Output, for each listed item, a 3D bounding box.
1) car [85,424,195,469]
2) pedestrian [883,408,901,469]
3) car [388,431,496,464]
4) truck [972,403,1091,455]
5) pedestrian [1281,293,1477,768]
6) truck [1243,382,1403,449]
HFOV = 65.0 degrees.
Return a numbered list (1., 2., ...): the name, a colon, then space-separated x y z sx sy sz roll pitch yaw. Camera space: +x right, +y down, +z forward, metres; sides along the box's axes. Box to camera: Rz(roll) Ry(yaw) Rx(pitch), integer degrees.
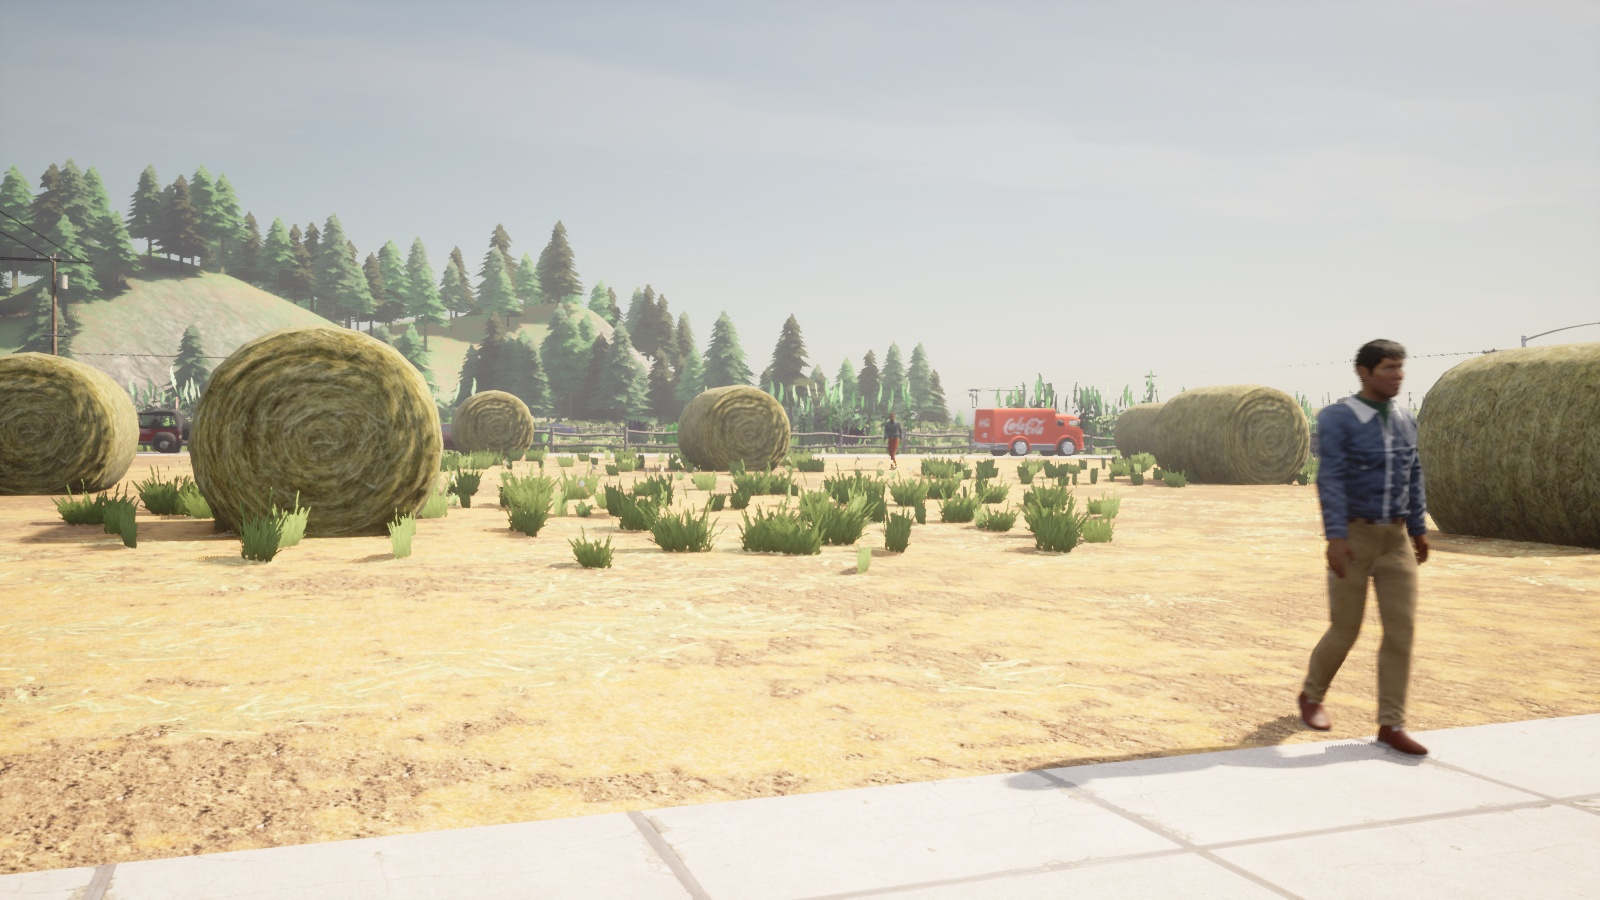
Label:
1. car: -28.364 -0.176 54.067 3.866 1.878 1.905 -1 1 -17
2. pedestrian: 2.831 -0.353 38.737 0.353 1.847 0.614 0 1 24
3. car: -16.446 -0.152 57.708 4.674 1.442 1.812 -1 1 -17
4. truck: 11.524 -1.074 62.580 5.204 2.467 2.627 -1 1 -17
5. pedestrian: 2.540 0.322 5.570 0.423 1.949 0.788 -1 1 -9
6. truck: 28.179 -1.856 67.656 7.936 3.462 2.891 -1 1 -17
